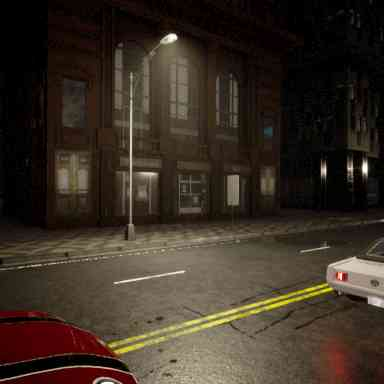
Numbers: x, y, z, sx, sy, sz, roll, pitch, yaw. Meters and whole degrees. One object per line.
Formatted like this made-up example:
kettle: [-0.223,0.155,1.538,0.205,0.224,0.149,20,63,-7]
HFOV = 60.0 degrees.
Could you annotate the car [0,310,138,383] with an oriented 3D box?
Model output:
car: [-2.451,1.352,1.691,4.553,1.767,2.097,0,0,-36]

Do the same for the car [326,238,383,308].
car: [4.984,1.597,6.992,4.718,1.301,1.895,0,0,-35]
